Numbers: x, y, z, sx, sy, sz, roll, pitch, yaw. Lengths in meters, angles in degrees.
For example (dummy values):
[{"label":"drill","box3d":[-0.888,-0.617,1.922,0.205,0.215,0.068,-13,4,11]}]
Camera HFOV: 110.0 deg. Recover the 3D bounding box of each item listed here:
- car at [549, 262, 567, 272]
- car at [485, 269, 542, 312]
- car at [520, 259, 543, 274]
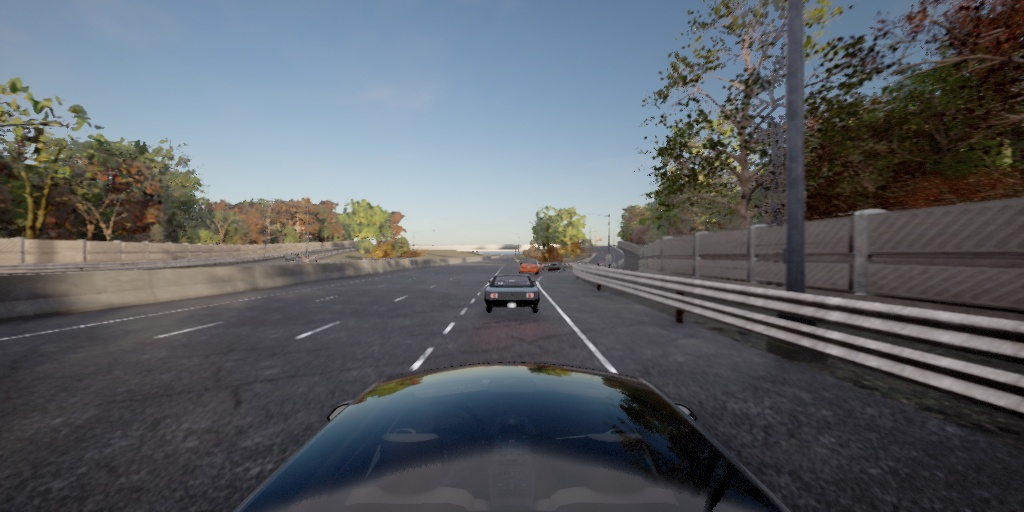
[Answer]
[{"label":"car","box3d":[7.152,1.727,55.927,1.837,1.490,4.892,-1,-2,23]},{"label":"car","box3d":[0.006,1.358,14.252,1.895,1.301,4.718,0,0,0]},{"label":"car","box3d":[2.273,1.180,40.607,2.097,1.767,4.553,3,1,13]}]
